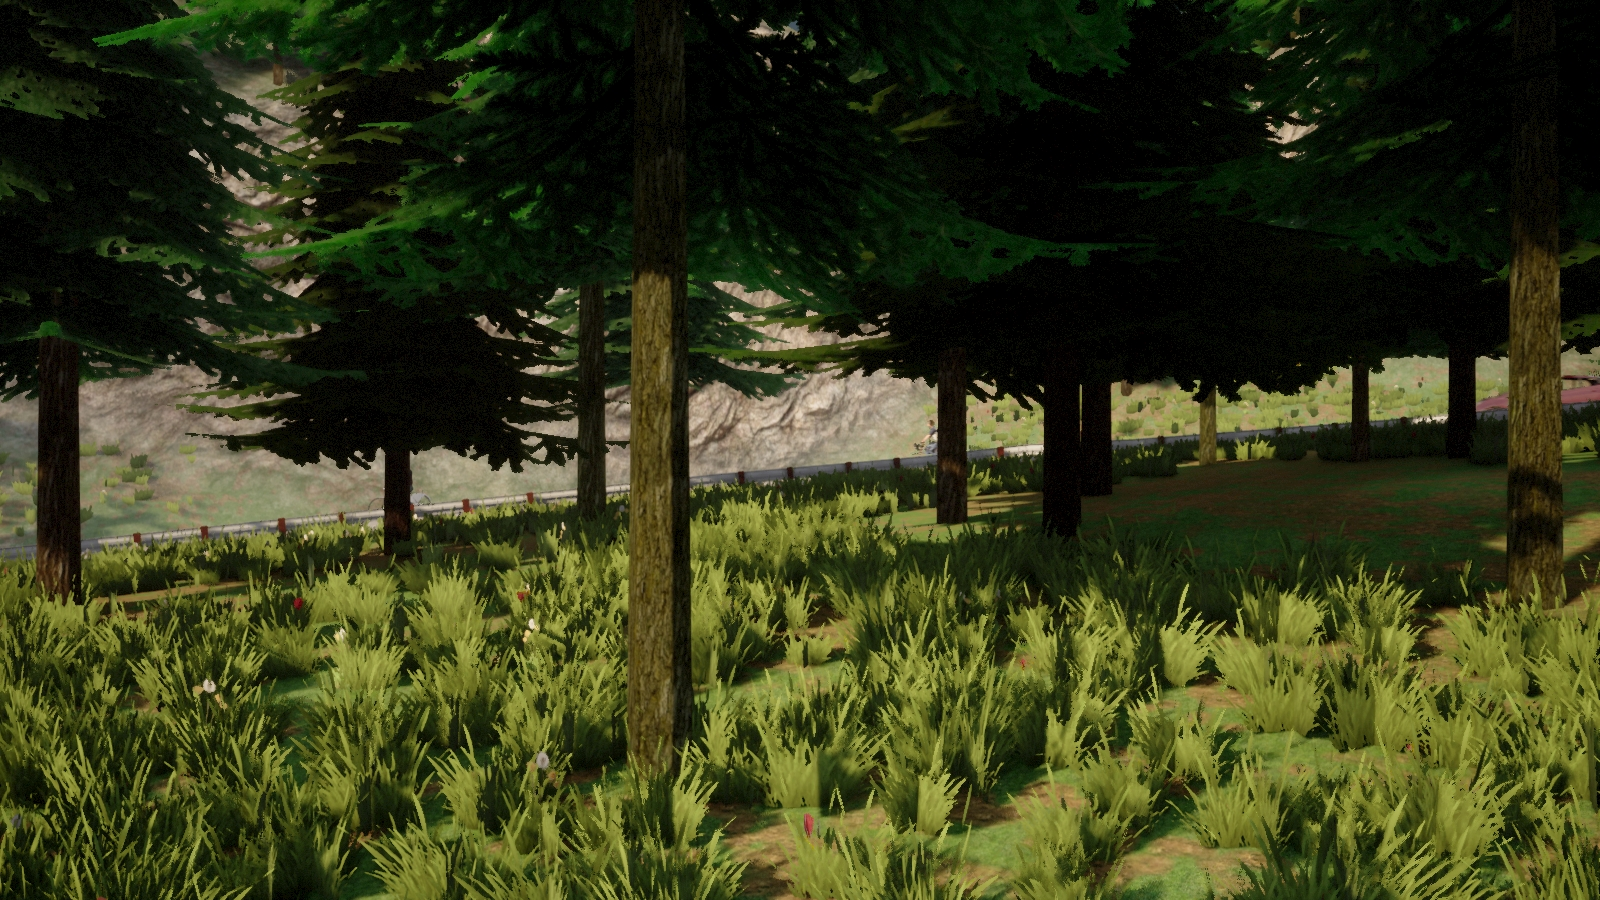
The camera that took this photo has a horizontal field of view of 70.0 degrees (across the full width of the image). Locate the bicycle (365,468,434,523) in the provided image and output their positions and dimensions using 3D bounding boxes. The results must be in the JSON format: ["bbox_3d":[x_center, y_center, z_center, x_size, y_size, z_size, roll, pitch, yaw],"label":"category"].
[{"bbox_3d":[-12.075,1.354,34.490,1.835,1.471,0.329,-5,2,-29],"label":"bicycle"}]

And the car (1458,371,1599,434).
[{"bbox_3d":[22.751,-1.445,34.754,4.514,1.525,2.007,-5,-2,27],"label":"car"}]

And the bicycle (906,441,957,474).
[{"bbox_3d":[4.556,0.251,39.694,1.643,1.024,0.373,-5,1,0],"label":"bicycle"}]
